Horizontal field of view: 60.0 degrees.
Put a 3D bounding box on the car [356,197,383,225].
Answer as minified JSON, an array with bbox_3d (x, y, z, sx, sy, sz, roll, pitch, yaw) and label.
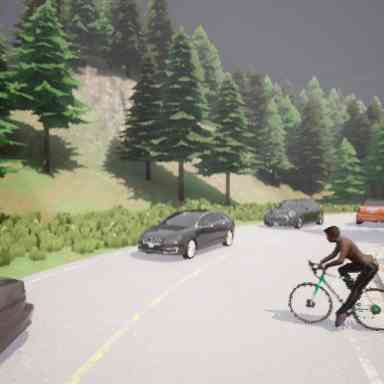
[{"bbox_3d":[12.568,1.214,21.821,4.553,1.767,2.097,0,1,-44],"label":"car"}]

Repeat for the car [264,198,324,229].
[{"bbox_3d":[6.344,1.221,20.580,2.097,1.767,4.553,0,1,43],"label":"car"}]

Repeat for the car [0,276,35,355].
[{"bbox_3d":[-3.382,1.531,2.414,2.033,1.411,5.357,0,0,6],"label":"car"}]

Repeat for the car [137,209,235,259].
[{"bbox_3d":[-0.006,1.424,12.502,1.837,1.490,4.892,0,0,32],"label":"car"}]

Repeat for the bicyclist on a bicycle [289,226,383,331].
[{"bbox_3d":[2.410,1.376,5.326,1.656,1.620,0.582,1,0,16],"label":"bicyclist on a bicycle"}]
